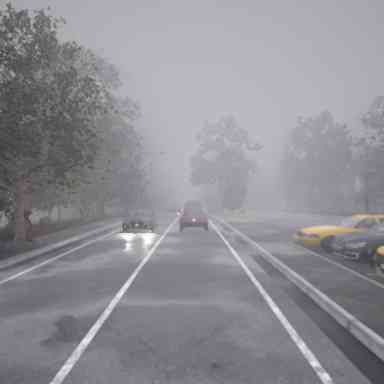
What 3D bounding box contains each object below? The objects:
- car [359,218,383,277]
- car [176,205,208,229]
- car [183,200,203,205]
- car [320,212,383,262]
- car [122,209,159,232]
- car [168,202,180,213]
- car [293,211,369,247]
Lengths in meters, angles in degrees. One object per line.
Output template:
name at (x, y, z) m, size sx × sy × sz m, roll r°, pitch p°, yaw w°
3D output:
car at (7.098, 1.524, 7.960) m, size 5.008 × 1.535 × 2.097 m, roll 0°, pitch 0°, yaw 0°
car at (0.130, 1.892, 24.230) m, size 1.994 × 1.385 × 4.181 m, roll 0°, pitch -1°, yaw 0°
car at (0.148, 2.030, 40.376) m, size 2.150 × 2.045 × 5.566 m, roll 0°, pitch -2°, yaw 0°
car at (7.102, 1.550, 10.732) m, size 4.892 × 1.521 × 2.231 m, roll 0°, pitch -1°, yaw 0°
car at (-3.322, 1.843, 22.015) m, size 1.994 × 1.385 × 4.181 m, roll 0°, pitch -1°, yaw 0°
car at (-3.199, 2.949, 63.058) m, size 2.150 × 2.045 × 5.566 m, roll 0°, pitch -3°, yaw 1°
car at (6.916, 1.580, 13.501) m, size 5.366 × 1.575 × 1.946 m, roll 0°, pitch -1°, yaw 0°
